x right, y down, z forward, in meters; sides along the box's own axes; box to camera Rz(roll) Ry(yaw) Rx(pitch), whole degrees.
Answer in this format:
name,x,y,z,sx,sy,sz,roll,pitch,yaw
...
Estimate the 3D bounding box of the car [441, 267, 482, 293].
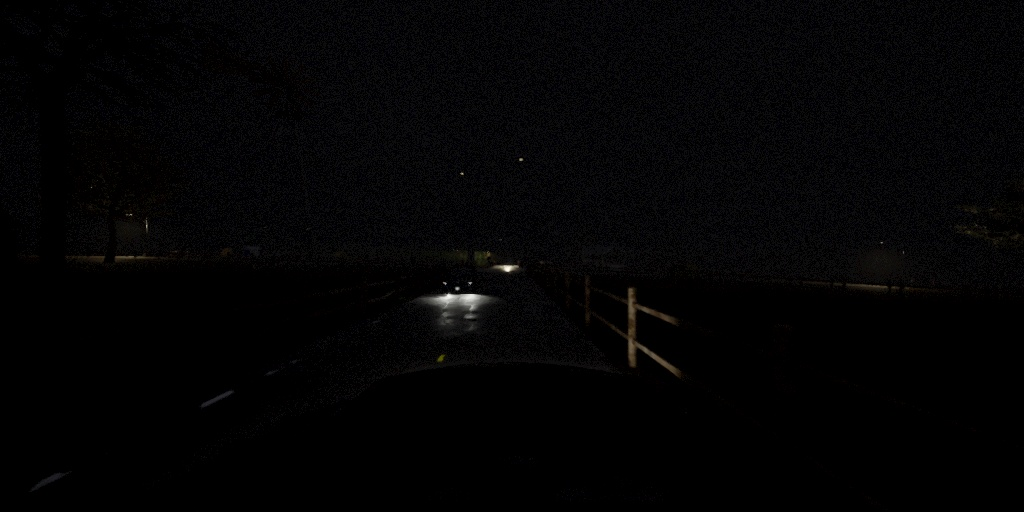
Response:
name,x,y,z,sx,sy,sz,roll,pitch,yaw
car,-2.857,1.341,21.402,2.033,1.411,5.357,0,0,0
